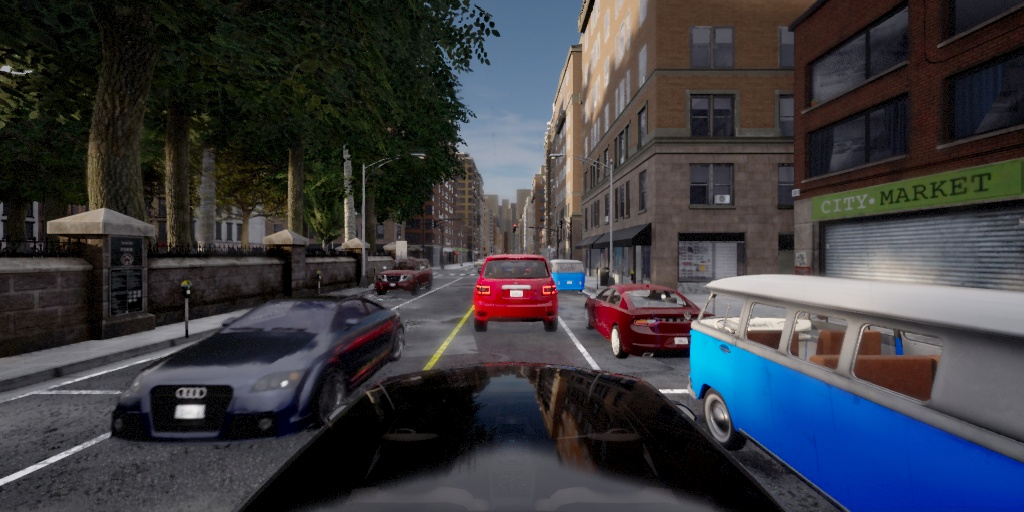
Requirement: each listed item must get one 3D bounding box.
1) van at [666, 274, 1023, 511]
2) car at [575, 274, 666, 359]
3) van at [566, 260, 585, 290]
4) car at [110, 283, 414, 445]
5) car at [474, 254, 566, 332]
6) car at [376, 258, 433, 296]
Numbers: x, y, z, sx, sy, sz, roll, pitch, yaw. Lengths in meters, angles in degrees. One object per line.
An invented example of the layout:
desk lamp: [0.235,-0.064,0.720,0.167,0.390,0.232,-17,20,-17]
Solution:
van: [2.856,1.091,2.616,1.690,1.789,3.998,0,0,0]
car: [2.855,1.294,8.277,1.888,1.381,4.507,0,0,0]
van: [2.854,1.085,19.598,1.690,1.789,3.998,0,0,0]
car: [-3.100,1.314,5.445,1.994,1.385,4.181,0,0,0]
car: [0.096,0.970,11.036,2.150,2.045,5.566,0,0,0]
car: [-5.671,1.059,19.557,2.192,1.841,5.009,0,0,0]
